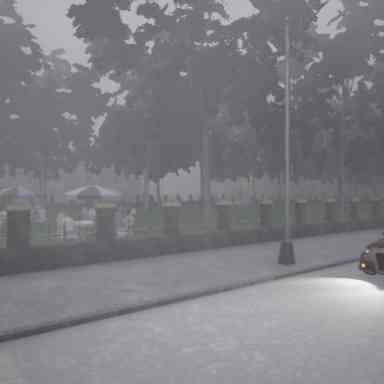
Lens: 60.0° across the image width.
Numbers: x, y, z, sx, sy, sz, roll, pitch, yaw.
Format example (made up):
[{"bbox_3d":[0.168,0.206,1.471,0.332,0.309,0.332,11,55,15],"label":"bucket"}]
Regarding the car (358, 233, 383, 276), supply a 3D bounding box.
[{"bbox_3d":[6.455,1.583,9.146,4.181,1.385,1.994,0,0,-35],"label":"car"}]
